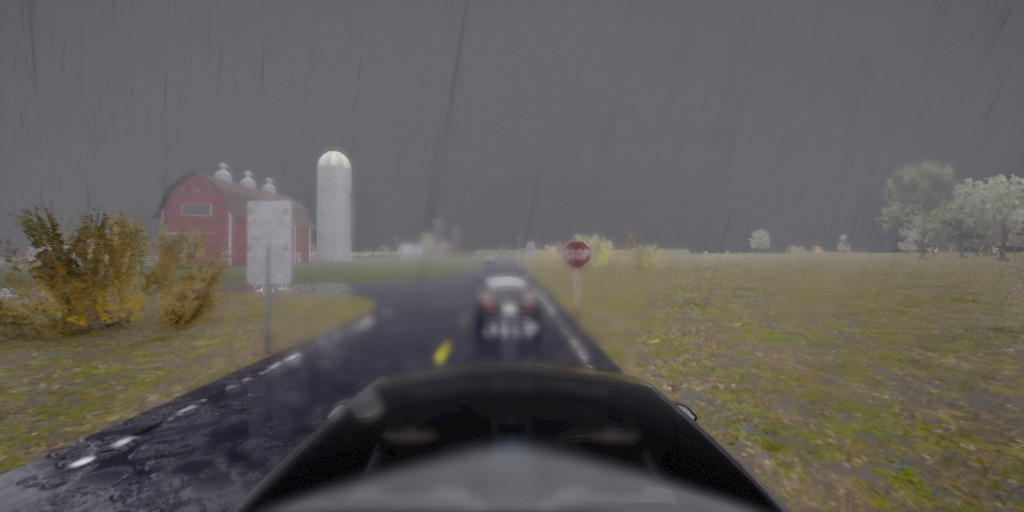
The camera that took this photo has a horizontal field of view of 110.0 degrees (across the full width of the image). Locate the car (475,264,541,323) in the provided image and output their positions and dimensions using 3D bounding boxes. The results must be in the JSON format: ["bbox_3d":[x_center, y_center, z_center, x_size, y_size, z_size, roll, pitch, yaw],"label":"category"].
[{"bbox_3d":[-0.205,1.161,11.456,1.812,1.442,4.674,0,1,-3],"label":"car"}]

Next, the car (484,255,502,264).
[{"bbox_3d":[-2.824,0.691,51.170,1.837,1.490,4.892,0,1,0],"label":"car"}]
